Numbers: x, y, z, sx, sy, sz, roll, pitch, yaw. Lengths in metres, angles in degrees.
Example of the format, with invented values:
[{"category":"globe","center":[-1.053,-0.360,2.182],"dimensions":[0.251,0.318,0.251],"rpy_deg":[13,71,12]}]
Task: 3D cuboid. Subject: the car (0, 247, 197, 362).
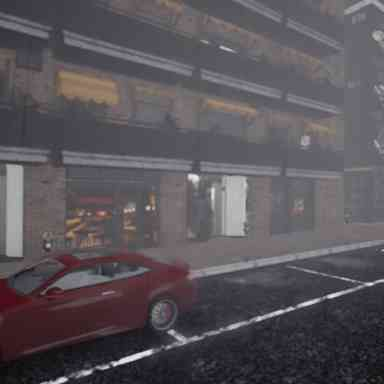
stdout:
[{"category":"car","center":[-1.842,1.589,5.245],"dimensions":[4.206,1.307,1.802],"rpy_deg":[0,0,-36]}]
